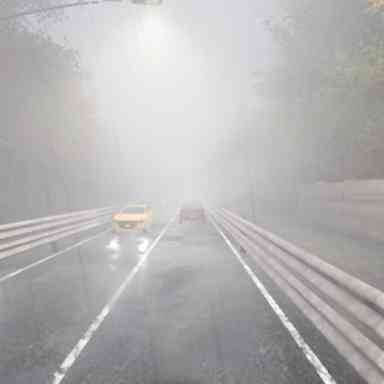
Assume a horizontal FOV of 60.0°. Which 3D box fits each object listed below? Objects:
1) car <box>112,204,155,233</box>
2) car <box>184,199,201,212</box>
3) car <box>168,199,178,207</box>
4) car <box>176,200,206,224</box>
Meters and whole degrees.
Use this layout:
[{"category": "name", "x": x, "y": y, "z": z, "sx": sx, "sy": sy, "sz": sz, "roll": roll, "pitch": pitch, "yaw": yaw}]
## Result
[{"category": "car", "x": -3.351, "y": 1.492, "z": 19.722, "sx": 1.882, "sy": 1.535, "sz": 5.008, "roll": 0, "pitch": 0, "yaw": 0}, {"category": "car", "x": 0.079, "y": 1.727, "z": 43.545, "sx": 2.128, "sy": 1.511, "sz": 4.902, "roll": 0, "pitch": -1, "yaw": 0}, {"category": "car", "x": -3.283, "y": 2.051, "z": 61.775, "sx": 1.837, "sy": 1.490, "sz": 4.892, "roll": 0, "pitch": -1, "yaw": 1}, {"category": "car", "x": 0.037, "y": 1.524, "z": 25.378, "sx": 1.882, "sy": 1.535, "sz": 5.008, "roll": 0, "pitch": 0, "yaw": 1}]
